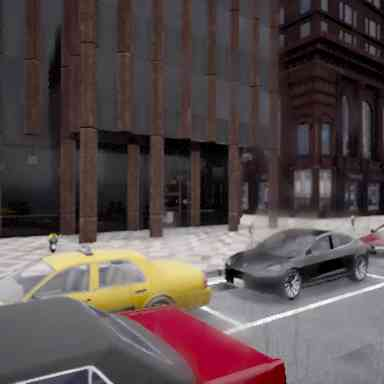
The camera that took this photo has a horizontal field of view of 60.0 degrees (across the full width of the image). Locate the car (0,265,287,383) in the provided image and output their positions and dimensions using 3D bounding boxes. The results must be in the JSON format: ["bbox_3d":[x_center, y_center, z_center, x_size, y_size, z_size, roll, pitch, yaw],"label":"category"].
[{"bbox_3d":[-1.604,1.607,2.211,4.718,1.301,1.895,1,0,-35],"label":"car"}]

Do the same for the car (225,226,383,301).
[{"bbox_3d":[2.822,1.643,8.540,4.313,1.339,1.947,1,-1,-35],"label":"car"}]

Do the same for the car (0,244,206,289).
[{"bbox_3d":[-1.943,1.552,5.222,4.829,1.417,1.752,1,-1,-35],"label":"car"}]

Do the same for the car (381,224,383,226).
[{"bbox_3d":[7.448,1.709,11.762,4.206,1.307,1.802,1,-1,-35],"label":"car"}]
